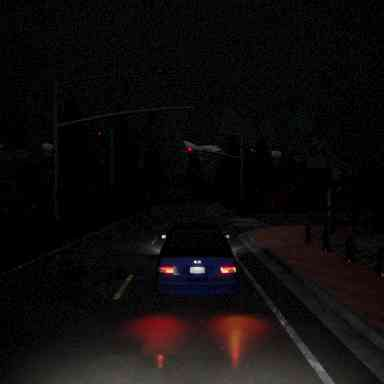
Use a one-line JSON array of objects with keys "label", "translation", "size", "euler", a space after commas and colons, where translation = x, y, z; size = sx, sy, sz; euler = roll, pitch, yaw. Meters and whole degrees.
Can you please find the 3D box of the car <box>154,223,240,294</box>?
[{"label": "car", "translation": [0.101, 1.547, 8.899], "size": [2.033, 1.411, 5.357], "euler": [0, 0, 0]}]
